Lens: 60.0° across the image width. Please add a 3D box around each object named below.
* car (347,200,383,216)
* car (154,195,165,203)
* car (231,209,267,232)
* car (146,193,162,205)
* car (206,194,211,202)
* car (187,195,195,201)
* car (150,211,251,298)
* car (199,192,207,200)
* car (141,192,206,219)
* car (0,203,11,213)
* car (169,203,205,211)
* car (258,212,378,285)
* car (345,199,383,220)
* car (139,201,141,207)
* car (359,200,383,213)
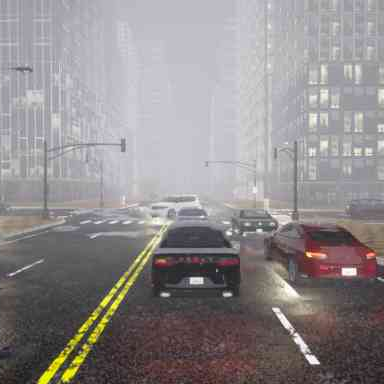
[{"bbox_3d":[19.248,1.629,34.932,4.902,1.511,2.128,0,1,1],"label":"car"},{"bbox_3d":[-6.723,1.464,69.835,1.812,1.442,4.674,0,0,0],"label":"car"},{"bbox_3d":[3.291,1.591,18.451,1.895,1.301,4.718,0,0,0],"label":"car"},{"bbox_3d":[-6.766,1.175,59.695,2.150,2.045,5.566,0,0,0],"label":"car"},{"bbox_3d":[3.043,1.461,73.154,1.812,1.442,4.674,0,0,0],"label":"car"},{"bbox_3d":[-0.258,1.425,80.972,1.837,1.490,4.892,0,0,0],"label":"car"},{"bbox_3d":[0.069,1.474,8.567,1.882,1.535,5.008,0,0,0],"label":"car"},{"bbox_3d":[2.962,1.135,90.389,2.150,2.045,5.566,0,0,0],"label":"car"},{"bbox_3d":[-1.501,1.269,29.398,2.150,2.045,5.566,0,0,37],"label":"car"},{"bbox_3d":[-20.084,1.364,32.263,4.674,1.442,1.812,1,1,1],"label":"car"},{"bbox_3d":[0.040,1.538,18.388,2.033,1.411,5.357,0,0,0],"label":"car"},{"bbox_3d":[3.321,1.521,9.332,1.812,1.442,4.674,0,0,0],"label":"car"},{"bbox_3d":[16.108,1.519,29.192,5.009,1.841,2.192,1,0,1],"label":"car"},{"bbox_3d":[-6.752,1.528,50.662,1.994,1.385,4.181,0,0,0],"label":"car"},{"bbox_3d":[21.690,1.643,37.497,4.829,1.417,1.752,1,0,1],"label":"car"}]
